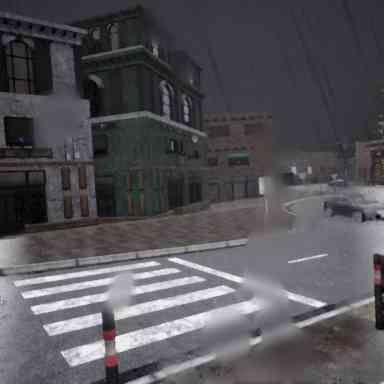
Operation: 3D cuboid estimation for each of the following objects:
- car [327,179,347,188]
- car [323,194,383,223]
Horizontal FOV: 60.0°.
[{"bbox_3d":[25.132,-1.464,57.821,1.882,1.535,5.008,-3,2,1],"label":"car"},{"bbox_3d":[10.088,0.929,20.651,2.128,1.511,4.902,-4,3,-10],"label":"car"}]
